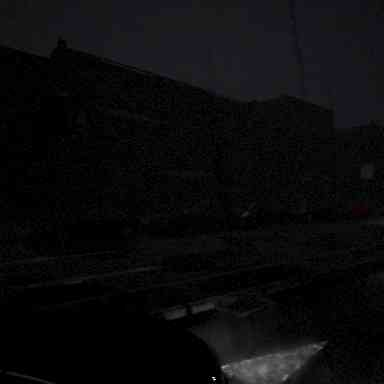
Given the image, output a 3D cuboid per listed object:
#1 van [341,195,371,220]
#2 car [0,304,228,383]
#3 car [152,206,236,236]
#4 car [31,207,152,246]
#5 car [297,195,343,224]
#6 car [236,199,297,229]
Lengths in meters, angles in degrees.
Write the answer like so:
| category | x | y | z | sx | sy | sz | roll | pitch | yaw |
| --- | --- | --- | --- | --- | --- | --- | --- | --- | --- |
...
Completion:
| category | x | y | z | sx | sy | sz | roll | pitch | yaw |
| --- | --- | --- | --- | --- | --- | --- | --- | --- | --- |
| van | 13.127 | 1.228 | 27.884 | 4.442 | 1.987 | 1.878 | 0 | 0 | -36 |
| car | -1.920 | 1.506 | 2.071 | 4.892 | 1.490 | 1.837 | 0 | 0 | -35 |
| car | -0.147 | 1.488 | 18.369 | 4.674 | 1.452 | 2.002 | 0 | 0 | -36 |
| car | -4.633 | 1.447 | 15.151 | 4.892 | 1.521 | 2.231 | 0 | 0 | -36 |
| car | 8.756 | 1.326 | 24.751 | 4.553 | 1.767 | 2.185 | 0 | 0 | -36 |
| car | 4.266 | 1.324 | 21.532 | 4.553 | 1.767 | 2.185 | 0 | 0 | -36 |
